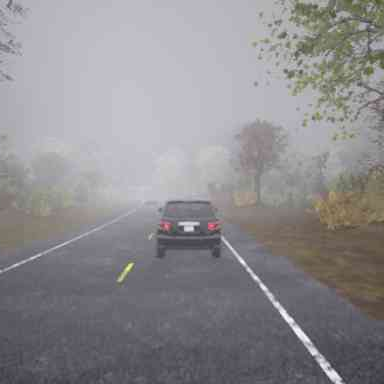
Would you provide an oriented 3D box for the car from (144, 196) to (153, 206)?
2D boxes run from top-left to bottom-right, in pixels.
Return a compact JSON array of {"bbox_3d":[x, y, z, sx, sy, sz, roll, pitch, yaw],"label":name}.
[{"bbox_3d":[-6.236,1.353,51.114,1.882,1.535,5.008,0,0,-5],"label":"car"}]

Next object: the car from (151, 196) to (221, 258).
[{"bbox_3d":[-0.146,1.207,12.902,2.150,2.045,5.566,0,0,-1],"label":"car"}]

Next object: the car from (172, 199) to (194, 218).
[{"bbox_3d":[-0.922,1.421,30.584,1.882,1.535,5.008,0,0,-3],"label":"car"}]

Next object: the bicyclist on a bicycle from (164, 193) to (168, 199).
[{"bbox_3d":[-7.016,1.109,90.272,0.866,1.612,1.509,0,0,-10],"label":"bicyclist on a bicycle"}]

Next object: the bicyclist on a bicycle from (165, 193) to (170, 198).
[{"bbox_3d":[-5.531,1.178,81.354,0.582,1.620,1.656,0,0,-9],"label":"bicyclist on a bicycle"}]
